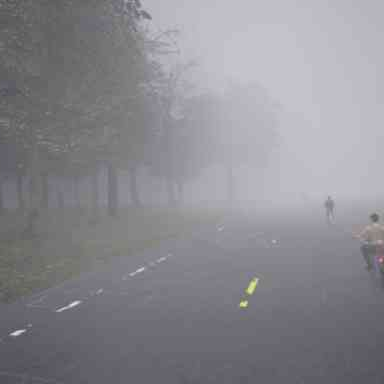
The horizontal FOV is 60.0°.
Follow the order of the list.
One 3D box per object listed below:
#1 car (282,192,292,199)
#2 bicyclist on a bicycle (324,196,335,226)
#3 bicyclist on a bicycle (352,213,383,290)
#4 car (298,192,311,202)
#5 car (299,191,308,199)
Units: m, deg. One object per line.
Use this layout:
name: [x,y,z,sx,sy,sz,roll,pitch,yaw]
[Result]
car: [21.400,0.729,75.112,1.812,1.442,4.674,-3,0,18]
bicyclist on a bicycle: [7.885,1.088,19.090,0.659,1.776,1.843,-3,0,18]
bicyclist on a bicycle: [4.158,1.285,7.563,0.866,1.612,1.509,-3,0,18]
car: [18.766,0.851,55.351,2.033,1.411,5.357,-3,0,18]
car: [23.398,0.636,69.942,1.812,1.442,4.674,-3,0,18]
